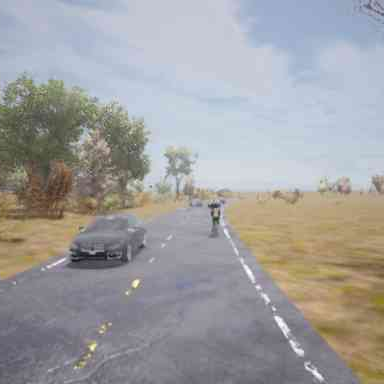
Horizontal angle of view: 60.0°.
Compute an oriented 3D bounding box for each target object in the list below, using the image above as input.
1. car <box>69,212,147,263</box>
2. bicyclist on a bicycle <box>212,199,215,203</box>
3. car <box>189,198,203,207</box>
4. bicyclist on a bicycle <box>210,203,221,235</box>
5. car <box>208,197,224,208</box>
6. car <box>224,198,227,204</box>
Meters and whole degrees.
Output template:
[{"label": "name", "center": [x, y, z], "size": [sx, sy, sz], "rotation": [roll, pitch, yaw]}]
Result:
[{"label": "car", "center": [-2.861, 1.552, 12.234], "size": [1.837, 1.490, 4.892], "rotation": [0, 0, 2]}, {"label": "bicyclist on a bicycle", "center": [1.821, 1.488, 27.675], "size": [0.659, 1.776, 1.843], "rotation": [0, 0, 4]}, {"label": "car", "center": [0.644, 1.729, 55.169], "size": [2.128, 1.511, 4.902], "rotation": [0, 0, 8]}, {"label": "bicyclist on a bicycle", "center": [1.258, 1.526, 17.524], "size": [0.582, 1.620, 1.656], "rotation": [0, -1, 3]}, {"label": "car", "center": [3.718, 1.839, 54.306], "size": [1.895, 1.301, 4.718], "rotation": [0, 0, 7]}, {"label": "car", "center": [6.534, 1.872, 73.485], "size": [2.033, 1.411, 5.357], "rotation": [0, 0, 10]}]
